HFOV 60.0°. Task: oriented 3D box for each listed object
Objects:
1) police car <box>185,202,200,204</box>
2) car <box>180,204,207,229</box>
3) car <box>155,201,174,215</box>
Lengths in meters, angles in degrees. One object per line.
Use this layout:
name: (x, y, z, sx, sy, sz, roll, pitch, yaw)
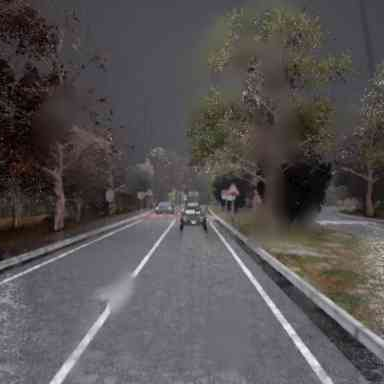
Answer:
police car: (0.096, 2.032, 42.185, 1.930, 1.638, 5.238, 0, 0, 0)
car: (0.091, 1.857, 24.091, 1.812, 1.442, 4.674, 0, -1, 0)
car: (-3.334, 1.941, 41.376, 2.097, 1.767, 4.553, 0, 0, 0)
